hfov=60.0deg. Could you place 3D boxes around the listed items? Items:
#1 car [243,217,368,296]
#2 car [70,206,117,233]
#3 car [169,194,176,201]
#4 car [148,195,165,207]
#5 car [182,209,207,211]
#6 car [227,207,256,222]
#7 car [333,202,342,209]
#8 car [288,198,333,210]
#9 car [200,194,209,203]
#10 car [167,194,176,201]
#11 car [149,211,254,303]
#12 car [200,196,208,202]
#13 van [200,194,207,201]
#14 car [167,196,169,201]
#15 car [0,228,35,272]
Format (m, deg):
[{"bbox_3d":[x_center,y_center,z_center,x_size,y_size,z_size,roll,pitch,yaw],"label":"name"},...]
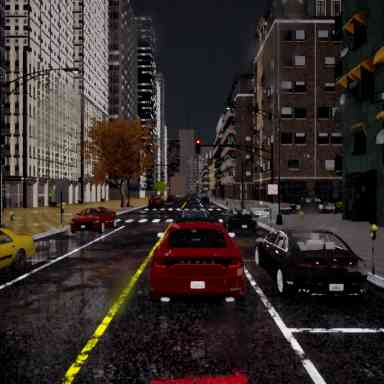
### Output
[{"bbox_3d":[2.707,1.551,8.403,2.008,1.369,4.403,0,0,0],"label":"car"},{"bbox_3d":[-5.650,1.549,19.487,1.887,1.381,4.507,0,0,0],"label":"car"},{"bbox_3d":[-5.512,1.649,85.012,1.947,1.339,4.313,0,0,0],"label":"car"},{"bbox_3d":[-5.582,1.349,51.875,2.192,1.841,5.009,0,0,0],"label":"car"},{"bbox_3d":[0.126,1.605,18.401,1.895,1.301,4.718,0,0,0],"label":"car"},{"bbox_3d":[2.730,1.555,19.469,2.008,1.369,4.403,0,0,0],"label":"car"},{"bbox_3d":[18.905,1.259,38.895,4.829,1.417,1.752,-1,1,0],"label":"car"},{"bbox_3d":[13.508,1.359,38.852,4.403,1.369,2.008,-1,1,0],"label":"car"},{"bbox_3d":[2.846,1.630,73.948,1.947,1.339,4.313,0,0,0],"label":"car"},{"bbox_3d":[-5.501,1.410,90.535,2.192,1.841,5.009,0,0,0],"label":"car"},{"bbox_3d":[0.109,1.478,8.310,1.882,1.535,5.008,0,0,0],"label":"car"},{"bbox_3d":[2.858,1.599,79.641,1.752,1.417,4.829,0,0,0],"label":"car"},{"bbox_3d":[2.869,1.424,84.995,1.690,1.788,3.998,0,0,0],"label":"van"},{"bbox_3d":[-5.570,1.607,57.398,1.947,1.339,4.313,0,0,0],"label":"car"},{"bbox_3d":[-5.673,1.526,8.251,1.752,1.417,4.829,0,0,0],"label":"car"}]
